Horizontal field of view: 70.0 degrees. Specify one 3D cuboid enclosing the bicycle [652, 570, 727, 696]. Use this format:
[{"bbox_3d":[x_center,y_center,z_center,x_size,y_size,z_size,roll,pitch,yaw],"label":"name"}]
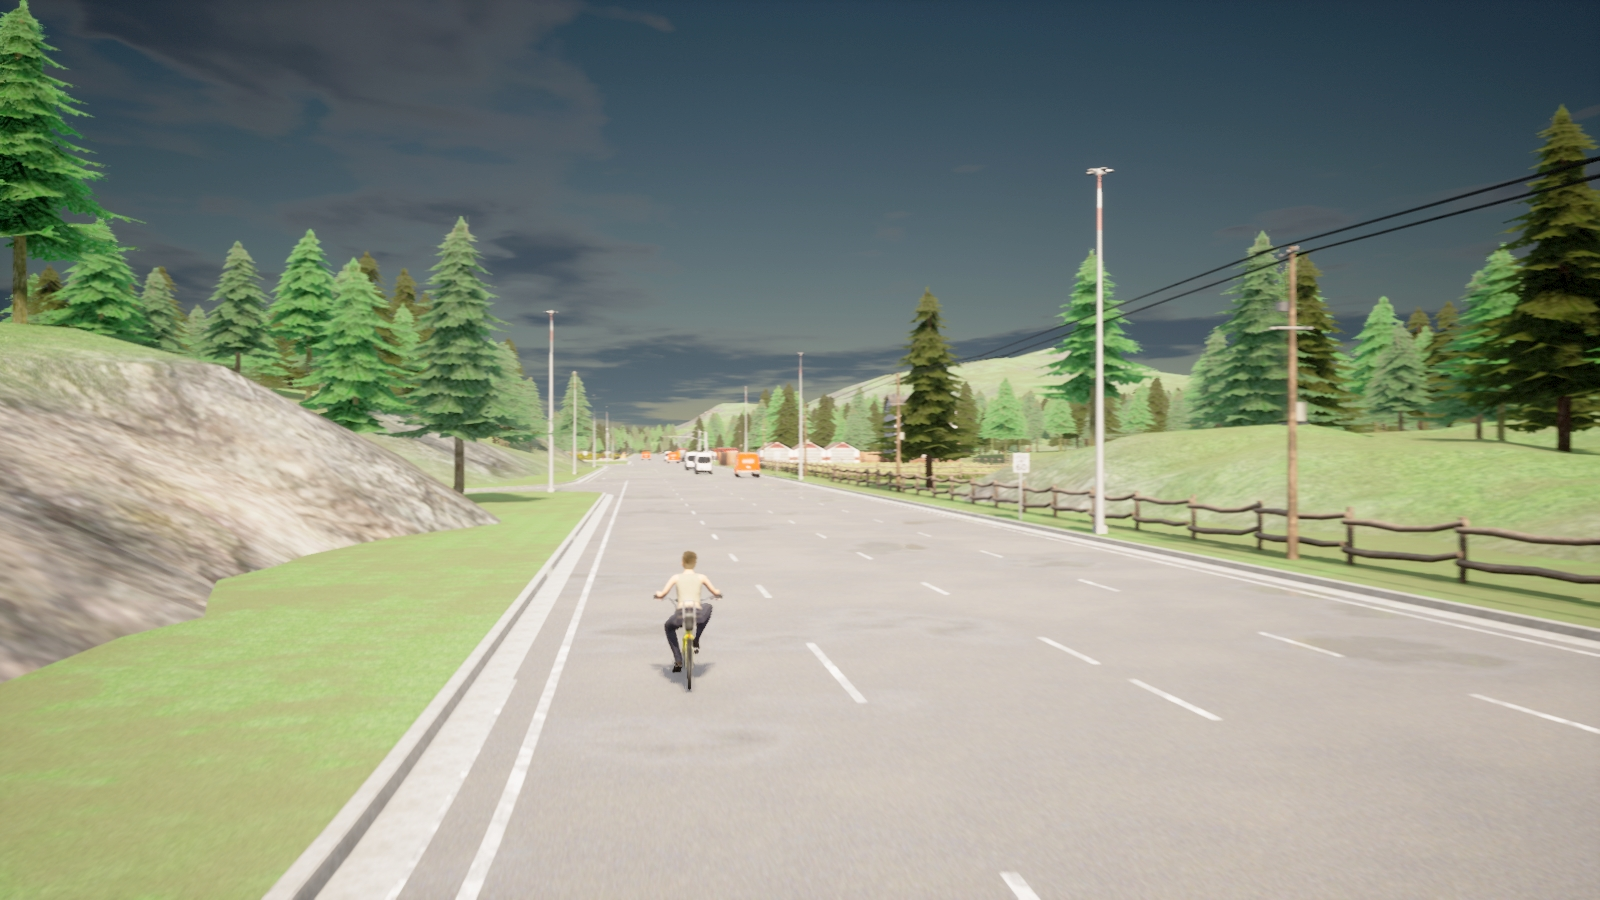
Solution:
[{"bbox_3d":[-1.346,2.168,13.812,0.859,1.276,1.487,0,0,-7],"label":"bicycle"}]
